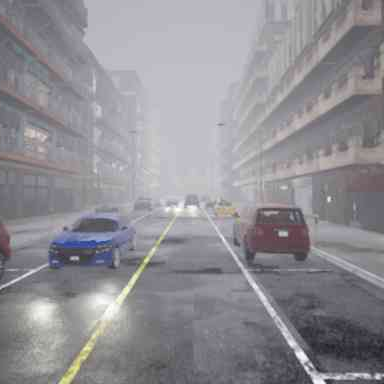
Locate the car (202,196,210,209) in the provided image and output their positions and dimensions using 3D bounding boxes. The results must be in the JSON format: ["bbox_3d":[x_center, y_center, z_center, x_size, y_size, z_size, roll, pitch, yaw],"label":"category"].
[{"bbox_3d":[2.713,1.616,45.651,1.947,1.339,4.313,1,0,0],"label":"car"}]

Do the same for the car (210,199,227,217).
[{"bbox_3d":[3.009,1.490,31.839,1.801,1.575,5.366,0,0,0],"label":"car"}]

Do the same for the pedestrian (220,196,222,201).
[{"bbox_3d":[3.010,1.331,34.844,0.375,1.860,0.375,1,-1,-3],"label":"pedestrian"}]

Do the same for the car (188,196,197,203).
[{"bbox_3d":[0.020,1.506,69.088,1.812,1.442,4.674,0,0,0],"label":"car"}]

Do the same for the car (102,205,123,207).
[{"bbox_3d":[-5.673,1.590,23.415,1.947,1.339,4.313,1,0,0],"label":"car"}]

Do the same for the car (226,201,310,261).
[{"bbox_3d":[2.707,1.328,12.243,2.192,1.841,5.009,1,0,0],"label":"car"}]

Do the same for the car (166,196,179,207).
[{"bbox_3d":[-3.043,1.659,52.184,1.895,1.301,4.718,0,0,1],"label":"car"}]

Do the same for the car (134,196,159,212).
[{"bbox_3d":[-5.665,1.358,40.118,2.192,1.841,5.009,1,0,0],"label":"car"}]

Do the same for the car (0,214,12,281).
[{"bbox_3d":[-5.675,1.321,6.711,2.192,1.841,5.009,1,0,0],"label":"car"}]

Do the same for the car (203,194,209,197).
[{"bbox_3d":[2.722,1.394,67.923,2.192,1.841,5.009,1,0,0],"label":"car"}]

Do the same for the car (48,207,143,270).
[{"bbox_3d":[-3.098,1.488,11.278,1.882,1.535,5.008,0,0,0],"label":"car"}]

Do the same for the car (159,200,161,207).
[{"bbox_3d":[-5.666,1.638,51.254,1.802,1.307,4.206,1,0,0],"label":"car"}]

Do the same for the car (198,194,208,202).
[{"bbox_3d":[2.727,1.417,84.626,2.192,1.841,5.009,1,0,0],"label":"car"}]

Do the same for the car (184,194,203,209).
[{"bbox_3d":[0.018,1.275,46.957,2.150,2.045,5.566,0,0,0],"label":"car"}]
